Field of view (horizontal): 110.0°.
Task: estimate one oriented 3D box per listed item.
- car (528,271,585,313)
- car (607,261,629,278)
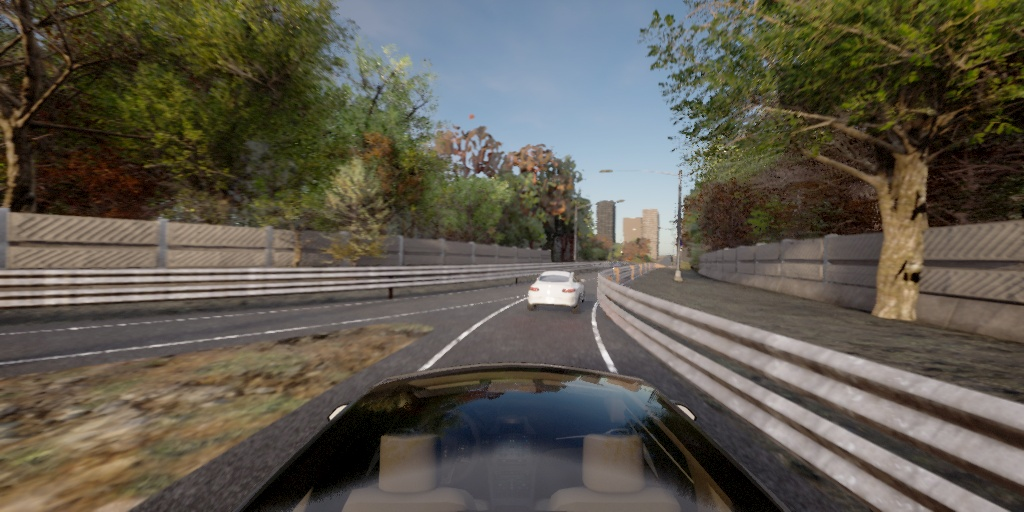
[{"bbox_3d":[1.840,1.300,14.216,1.812,1.442,4.674,1,0,14],"label":"car"},{"bbox_3d":[10.893,1.439,36.734,2.128,1.511,4.902,1,0,24],"label":"car"}]
